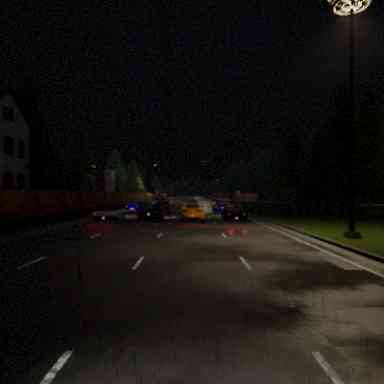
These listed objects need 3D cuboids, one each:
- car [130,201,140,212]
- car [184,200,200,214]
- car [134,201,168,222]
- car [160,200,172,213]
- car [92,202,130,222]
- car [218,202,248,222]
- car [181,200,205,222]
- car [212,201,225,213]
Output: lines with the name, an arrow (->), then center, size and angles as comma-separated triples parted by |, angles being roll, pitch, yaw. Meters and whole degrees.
car -> -6.973, 1.786, 40.729 | 1.812, 1.442, 4.674 | 0, 0, 1
car -> 0.022, 1.766, 40.329 | 1.837, 1.490, 4.892 | 0, 0, 1
car -> -3.453, 1.748, 28.660 | 1.994, 1.385, 4.181 | 0, 0, 1
car -> -3.478, 1.766, 40.331 | 1.837, 1.490, 4.892 | 0, 0, 1
car -> -6.956, 1.783, 28.380 | 1.895, 1.301, 4.718 | 0, 0, 0
car -> 3.545, 1.784, 28.534 | 1.895, 1.301, 4.718 | 0, 0, 0
car -> 0.044, 1.659, 28.200 | 1.882, 1.535, 5.008 | 0, 0, 1
car -> 3.525, 1.824, 40.511 | 1.994, 1.385, 4.181 | 0, 0, 1
